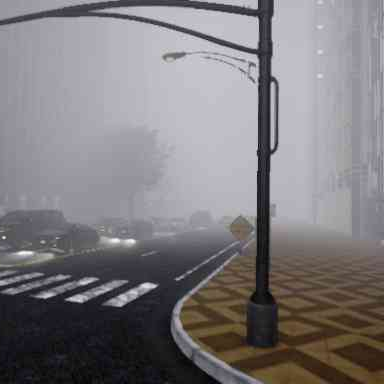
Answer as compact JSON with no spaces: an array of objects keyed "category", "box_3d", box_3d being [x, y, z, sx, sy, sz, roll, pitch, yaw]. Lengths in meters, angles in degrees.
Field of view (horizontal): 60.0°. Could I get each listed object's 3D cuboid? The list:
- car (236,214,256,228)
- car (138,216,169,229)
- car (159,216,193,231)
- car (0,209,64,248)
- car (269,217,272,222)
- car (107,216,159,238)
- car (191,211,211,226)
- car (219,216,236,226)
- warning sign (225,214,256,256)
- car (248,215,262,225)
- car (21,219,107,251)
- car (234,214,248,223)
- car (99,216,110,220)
[{"category":"car","box_3d":[7.682,4.078,45.123,2.033,1.411,5.357,0,-3,16]},{"category":"car","box_3d":[-4.429,3.526,38.731,1.895,1.301,4.718,1,-3,16]},{"category":"car","box_3d":[-1.789,3.456,36.155,1.895,1.301,4.718,0,-3,16]},{"category":"car","box_3d":[-9.839,2.058,19.814,2.150,2.045,5.566,0,-3,16]},{"category":"car","box_3d":[15.858,5.421,69.774,1.801,1.575,5.366,0,-3,16]},{"category":"car","box_3d":[-4.566,2.861,26.464,1.994,1.385,4.181,1,-3,15]},{"category":"car","box_3d":[1.209,3.671,46.483,2.150,2.045,5.566,0,-3,16]},{"category":"car","box_3d":[4.977,4.123,47.251,2.033,1.411,5.357,1,-3,13]},{"category":"warning sign","box_3d":[2.384,2.055,16.303,1.300,1.860,1.060,2,-2,16]},{"category":"car","box_3d":[10.345,4.578,54.619,1.837,1.490,4.892,0,-3,16]},{"category":"car","box_3d":[-6.867,2.397,18.404,1.994,1.385,4.181,0,-3,16]},{"category":"car","box_3d":[9.028,4.868,61.476,1.882,1.535,5.008,0,-3,16]},{"category":"car","box_3d":[-7.212,2.870,29.010,1.837,1.490,4.892,0,-3,16]}]
